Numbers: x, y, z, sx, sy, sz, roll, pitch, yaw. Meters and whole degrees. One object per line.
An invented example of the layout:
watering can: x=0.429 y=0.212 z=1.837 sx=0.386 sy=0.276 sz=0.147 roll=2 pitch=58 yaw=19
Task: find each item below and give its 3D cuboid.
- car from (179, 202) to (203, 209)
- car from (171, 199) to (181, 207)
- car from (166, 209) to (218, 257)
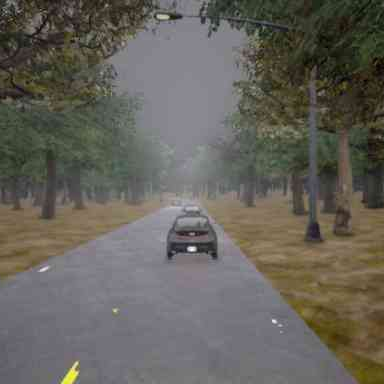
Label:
car: x=0.020 y=1.836 z=28.903 sx=1.812 sy=1.442 sz=4.674 roll=0 pitch=0 yaw=0
car: x=-3.029 y=2.065 z=64.655 sx=2.128 sy=1.511 sz=4.902 roll=0 pitch=0 yaw=1
car: x=0.017 y=1.656 z=13.513 sx=1.837 sy=1.490 sz=4.892 roll=0 pitch=0 yaw=0
